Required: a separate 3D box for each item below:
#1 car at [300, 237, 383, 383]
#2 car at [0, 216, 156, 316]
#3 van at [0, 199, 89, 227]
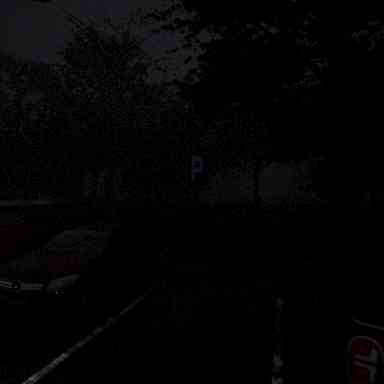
[{"bbox_3d":[2.567,1.358,4.219,2.185,1.767,4.553,0,0,15],"label":"car"},{"bbox_3d":[-2.279,1.480,7.675,2.002,1.452,4.674,1,0,15],"label":"car"},{"bbox_3d":[-4.690,1.191,9.489,1.878,1.987,4.442,0,0,15],"label":"van"}]
